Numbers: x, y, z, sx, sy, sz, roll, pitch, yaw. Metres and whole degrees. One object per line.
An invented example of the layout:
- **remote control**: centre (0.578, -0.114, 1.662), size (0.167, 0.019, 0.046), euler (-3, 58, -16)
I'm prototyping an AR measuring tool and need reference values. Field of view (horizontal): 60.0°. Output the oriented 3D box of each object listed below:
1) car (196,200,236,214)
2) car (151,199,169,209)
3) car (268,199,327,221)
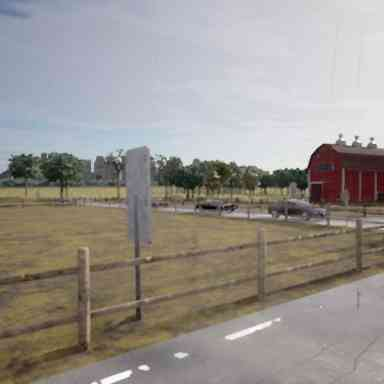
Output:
- **car**: centre (2.401, 1.492, 34.443), size (1.895, 1.301, 4.718), euler (-2, 1, -35)
- **car**: centre (-4.917, 1.573, 44.794), size (1.895, 1.301, 4.718), euler (-2, 1, -35)
- **car**: centre (8.218, 1.369, 26.227), size (1.837, 1.490, 4.892), euler (-2, 1, -35)
